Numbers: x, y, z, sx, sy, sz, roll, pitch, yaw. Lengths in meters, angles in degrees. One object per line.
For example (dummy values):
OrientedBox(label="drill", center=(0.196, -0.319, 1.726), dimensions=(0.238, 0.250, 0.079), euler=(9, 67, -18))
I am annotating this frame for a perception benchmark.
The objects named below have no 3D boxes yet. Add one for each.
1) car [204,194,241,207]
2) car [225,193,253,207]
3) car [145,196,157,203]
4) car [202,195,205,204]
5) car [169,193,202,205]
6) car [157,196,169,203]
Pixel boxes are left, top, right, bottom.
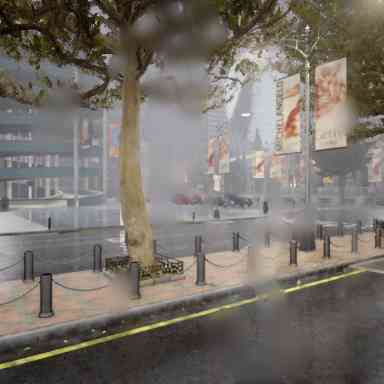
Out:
OrientedBox(label="car", center=(4.583, 1.490, 50.713), dimensions=(2.128, 1.511, 4.902), euler=(0, 0, -35))
OrientedBox(label="car", center=(7.194, 1.220, 53.084), dimensions=(2.150, 2.045, 5.566), euler=(0, 0, -36))
OrientedBox(label="car", center=(-10.099, 1.504, 68.672), dimensions=(4.892, 1.490, 1.837), euler=(0, 0, 37))
OrientedBox(label="car", center=(1.494, 1.351, 60.949), dimensions=(2.097, 1.767, 4.553), euler=(0, 0, -37))
OrientedBox(label="car", center=(-1.243, 1.218, 58.826), dimensions=(2.150, 2.045, 5.566), euler=(0, 0, -37))
OrientedBox(label="car", center=(-5.388, 1.546, 69.338), dimensions=(5.357, 1.411, 2.033), euler=(0, 0, 44))
